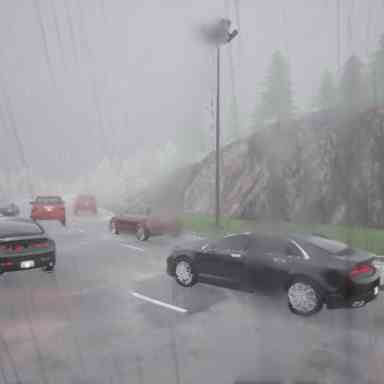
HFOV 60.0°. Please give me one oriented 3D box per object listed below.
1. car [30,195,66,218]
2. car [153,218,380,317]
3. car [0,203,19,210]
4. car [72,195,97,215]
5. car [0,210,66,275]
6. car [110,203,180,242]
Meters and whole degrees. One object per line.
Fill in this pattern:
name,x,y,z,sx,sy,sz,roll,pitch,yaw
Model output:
car,-10.366,1.249,23.983,2.150,2.045,5.566,0,0,-25
car,1.526,1.550,7.665,4.892,1.490,1.837,0,0,40
car,-16.529,1.607,29.447,1.895,1.301,4.718,1,0,-23
car,-11.577,1.288,35.765,2.150,2.045,5.566,0,0,-22
car,-5.629,1.509,9.932,1.837,1.490,4.892,0,0,-42
car,-2.497,1.407,17.188,2.097,1.767,4.553,1,0,-38
